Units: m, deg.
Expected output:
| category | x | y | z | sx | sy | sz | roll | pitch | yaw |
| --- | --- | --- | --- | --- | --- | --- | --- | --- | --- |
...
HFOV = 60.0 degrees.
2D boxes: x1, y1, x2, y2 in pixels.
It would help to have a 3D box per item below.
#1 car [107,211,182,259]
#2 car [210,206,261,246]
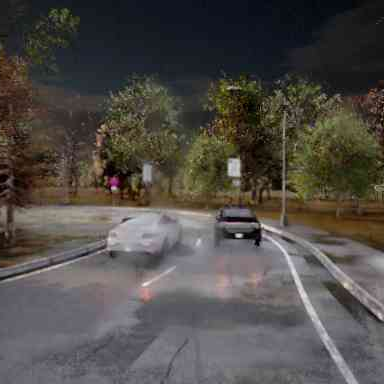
| category | x | y | z | sx | sy | sz | roll | pitch | yaw |
| --- | --- | --- | --- | --- | --- | --- | --- | --- | --- |
| car | -1.566 | 1.422 | 12.068 | 1.812 | 1.442 | 4.674 | 0 | 0 | 8 |
| car | 1.886 | 1.386 | 14.792 | 2.128 | 1.511 | 4.902 | 0 | 0 | 3 |
